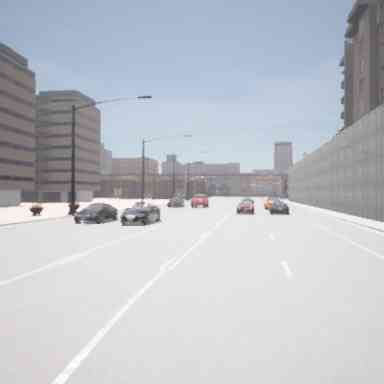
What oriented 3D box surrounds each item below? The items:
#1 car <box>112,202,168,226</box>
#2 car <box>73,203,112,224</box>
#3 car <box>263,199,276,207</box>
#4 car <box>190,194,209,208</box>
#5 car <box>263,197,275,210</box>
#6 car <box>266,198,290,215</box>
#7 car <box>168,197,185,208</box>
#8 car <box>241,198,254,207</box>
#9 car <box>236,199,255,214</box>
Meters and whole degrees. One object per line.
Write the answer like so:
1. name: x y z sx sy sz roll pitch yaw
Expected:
1. car: -3.609 1.526 24.141 2.128 1.511 4.902 0 0 10
2. car: -7.021 1.542 24.940 1.812 1.442 4.674 0 0 10
3. car: 12.910 1.806 55.950 1.895 1.301 4.718 0 0 10
4. car: 1.246 1.350 50.516 2.150 2.045 5.566 0 -1 11
5. car: 11.127 1.524 46.075 2.097 1.767 4.553 0 0 10
6. car: 9.460 1.704 36.265 1.994 1.385 4.181 0 0 10
7. car: -2.365 1.609 50.272 1.837 1.490 4.892 0 -1 11
8. car: 9.461 1.750 56.543 1.994 1.385 4.181 0 0 10
9. car: 5.946 1.721 36.901 1.895 1.301 4.718 0 0 11
